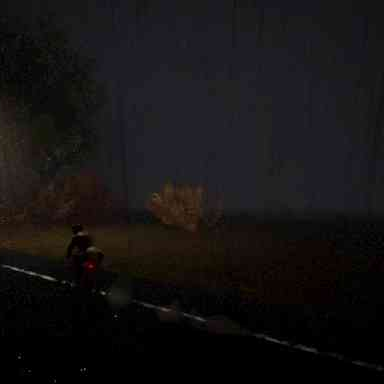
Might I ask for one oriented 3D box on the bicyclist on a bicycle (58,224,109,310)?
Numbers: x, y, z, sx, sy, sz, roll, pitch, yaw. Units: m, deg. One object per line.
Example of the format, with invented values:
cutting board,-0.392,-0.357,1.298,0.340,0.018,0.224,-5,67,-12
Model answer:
bicyclist on a bicycle,-2.213,1.473,6.687,1.656,1.620,0.582,0,0,36
